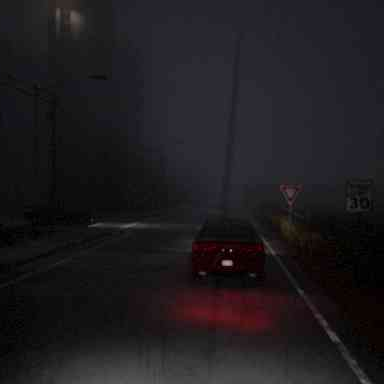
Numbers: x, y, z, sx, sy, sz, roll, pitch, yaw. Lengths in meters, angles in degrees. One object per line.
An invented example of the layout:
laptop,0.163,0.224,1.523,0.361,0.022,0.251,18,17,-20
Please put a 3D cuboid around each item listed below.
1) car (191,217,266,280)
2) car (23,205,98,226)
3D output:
car,1.110,1.503,10.164,1.882,1.535,5.008,0,0,7
car,-9.109,1.600,23.260,4.718,1.301,1.895,0,0,7
